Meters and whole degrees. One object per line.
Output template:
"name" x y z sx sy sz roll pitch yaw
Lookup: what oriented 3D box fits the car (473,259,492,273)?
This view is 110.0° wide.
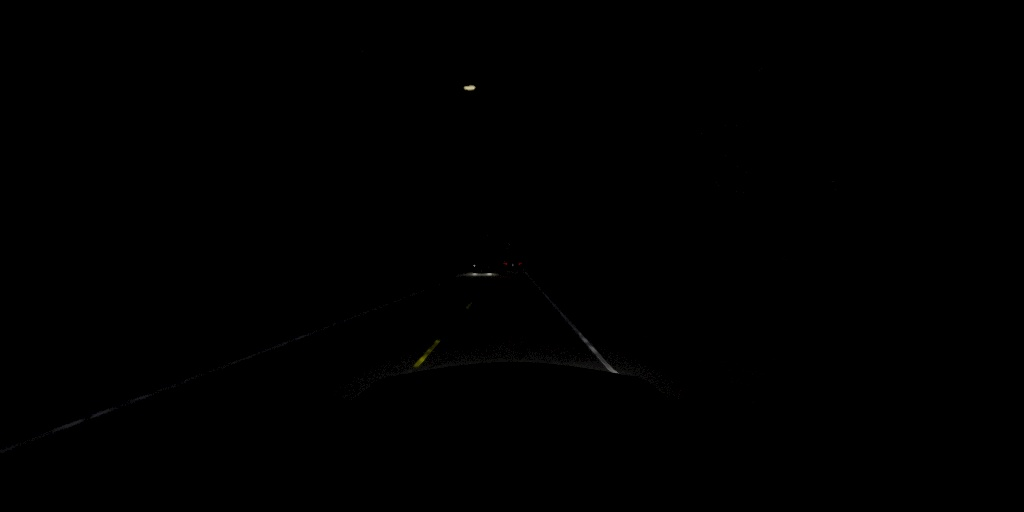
"car" -3.607 1.177 44.226 2.097 1.767 4.553 0 0 0

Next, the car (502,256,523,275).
"car" 0.075 1.052 41.151 2.150 2.045 5.566 0 0 0
